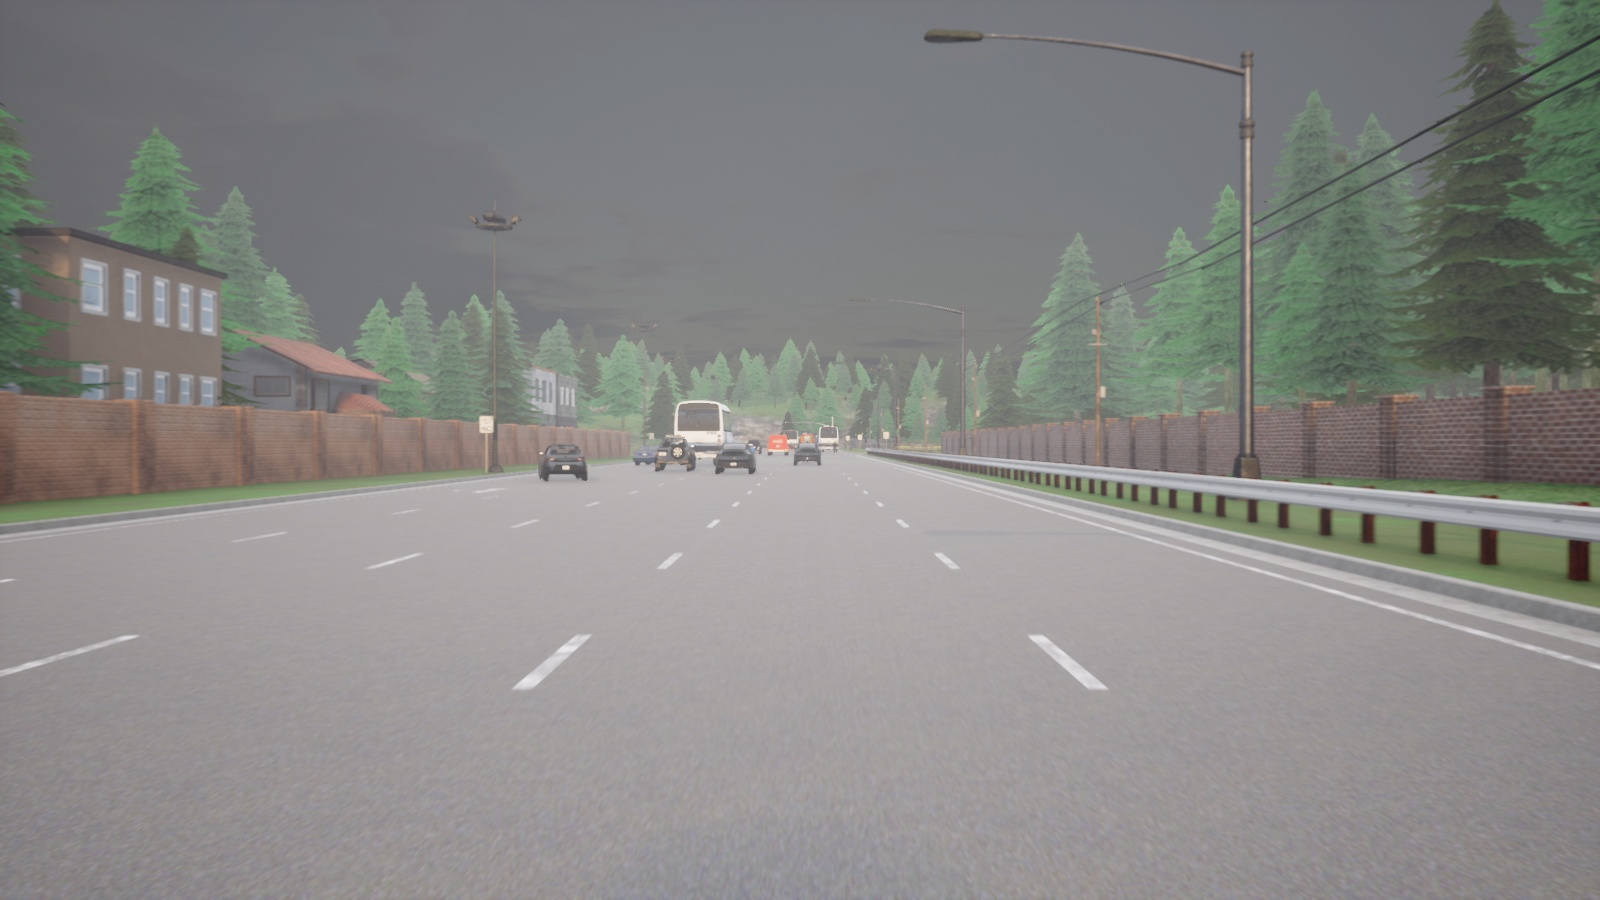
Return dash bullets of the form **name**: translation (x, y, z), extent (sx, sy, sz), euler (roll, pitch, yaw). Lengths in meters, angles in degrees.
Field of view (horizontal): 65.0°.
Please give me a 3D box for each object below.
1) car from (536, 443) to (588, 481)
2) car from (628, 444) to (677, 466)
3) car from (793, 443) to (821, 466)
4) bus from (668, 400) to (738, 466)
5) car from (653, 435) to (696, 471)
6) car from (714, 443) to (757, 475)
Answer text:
- **car**: translation (-9.674, 0.469, 50.851), extent (1.816, 1.474, 4.193), euler (0, 0, -14)
- **car**: translation (-9.827, 0.317, 84.079), extent (2.033, 1.411, 5.357), euler (0, 0, 7)
- **car**: translation (0.496, 0.281, 84.655), extent (1.837, 1.490, 4.892), euler (0, 1, 0)
- **bus**: translation (-6.495, -1.115, 86.048), extent (3.944, 4.253, 10.273), euler (0, 0, 0)
- **car**: translation (-6.592, 0.184, 66.347), extent (1.932, 1.855, 4.605), euler (0, -1, -2)
- **car**: translation (-3.135, 0.406, 61.535), extent (1.837, 1.490, 4.892), euler (0, 0, 0)
